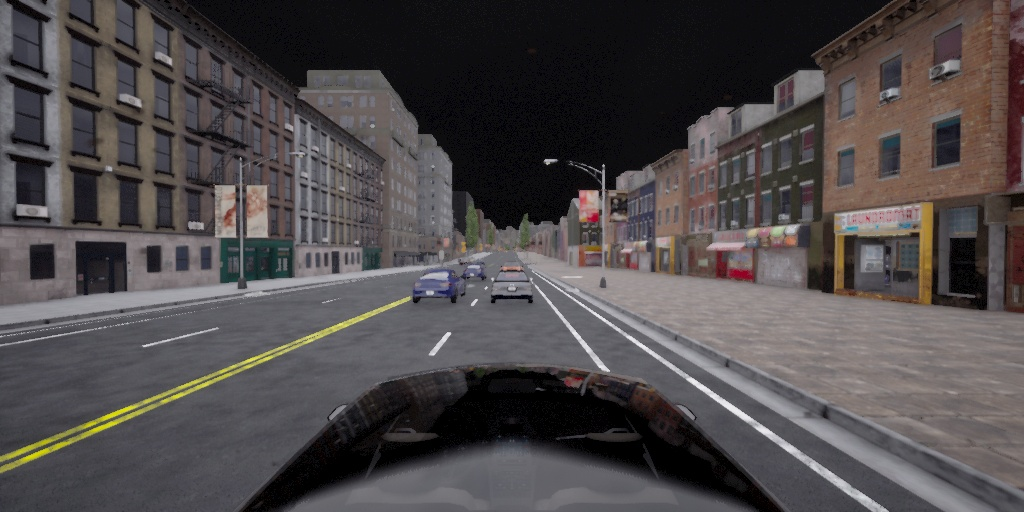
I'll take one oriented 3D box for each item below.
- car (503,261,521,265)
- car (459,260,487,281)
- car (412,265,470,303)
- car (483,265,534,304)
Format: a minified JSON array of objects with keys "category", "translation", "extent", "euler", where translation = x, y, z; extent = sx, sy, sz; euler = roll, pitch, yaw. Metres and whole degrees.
[{"category":"car","translation":[0.000,1.201,31.479],"extent":[2.097,1.767,4.553],"euler":[0,0,0]},{"category":"car","translation":[-3.250,1.368,31.508],"extent":[1.812,1.442,4.674],"euler":[0,0,0]},{"category":"car","translation":[-3.250,1.300,16.504],"extent":[1.812,1.442,4.674],"euler":[0,0,0]},{"category":"car","translation":[0.000,1.330,16.504],"extent":[2.033,1.411,5.357],"euler":[0,0,0]}]
